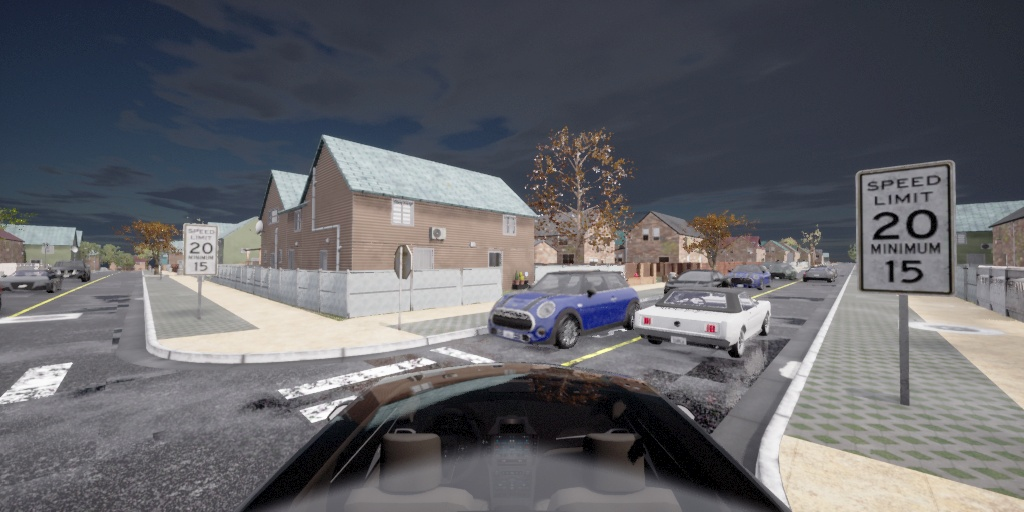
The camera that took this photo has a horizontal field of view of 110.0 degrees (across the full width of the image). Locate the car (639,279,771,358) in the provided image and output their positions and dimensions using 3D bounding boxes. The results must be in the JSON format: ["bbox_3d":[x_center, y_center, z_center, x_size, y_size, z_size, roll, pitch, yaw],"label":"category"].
[{"bbox_3d":[4.868,1.414,8.748,1.895,1.301,4.718,-1,-1,44],"label":"car"}]

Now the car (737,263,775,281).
[{"bbox_3d":[16.143,1.348,24.542,2.097,1.767,4.553,-1,-1,44],"label":"car"}]

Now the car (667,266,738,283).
[{"bbox_3d":[8.909,1.387,17.049,1.882,1.535,5.008,-1,-1,44],"label":"car"}]

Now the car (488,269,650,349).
[{"bbox_3d":[1.541,1.173,9.561,4.553,1.767,2.097,1,-1,-44],"label":"car"}]

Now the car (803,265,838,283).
[{"bbox_3d":[27.697,1.652,32.354,4.181,1.385,1.994,1,-1,-45],"label":"car"}]

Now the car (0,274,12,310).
[{"bbox_3d":[-17.894,1.049,10.936,5.566,2.045,2.150,-1,-2,44],"label":"car"}]

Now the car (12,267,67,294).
[{"bbox_3d":[-28.743,1.533,21.447,1.994,1.385,4.181,2,-2,-45],"label":"car"}]

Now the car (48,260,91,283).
[{"bbox_3d":[-40.394,1.395,32.836,5.566,2.045,2.150,-1,-2,44],"label":"car"}]

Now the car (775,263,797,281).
[{"bbox_3d":[25.957,1.465,34.619,2.097,1.767,4.553,-1,-1,44],"label":"car"}]
